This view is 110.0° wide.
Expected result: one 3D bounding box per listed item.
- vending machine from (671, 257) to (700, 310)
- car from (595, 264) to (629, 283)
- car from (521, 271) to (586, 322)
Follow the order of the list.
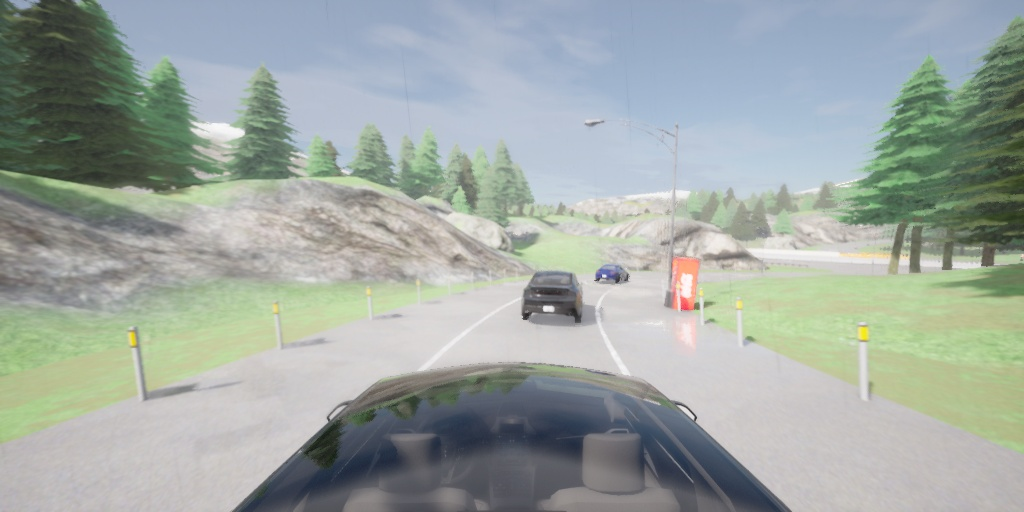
[{"bbox_3d":[6.896,1.077,14.704,1.100,2.100,0.880,0,0,16],"label":"vending machine"},{"bbox_3d":[8.182,1.385,29.206,1.812,1.442,4.674,3,1,30],"label":"car"},{"bbox_3d":[1.525,1.250,12.467,1.837,1.490,4.892,1,0,12],"label":"car"}]
